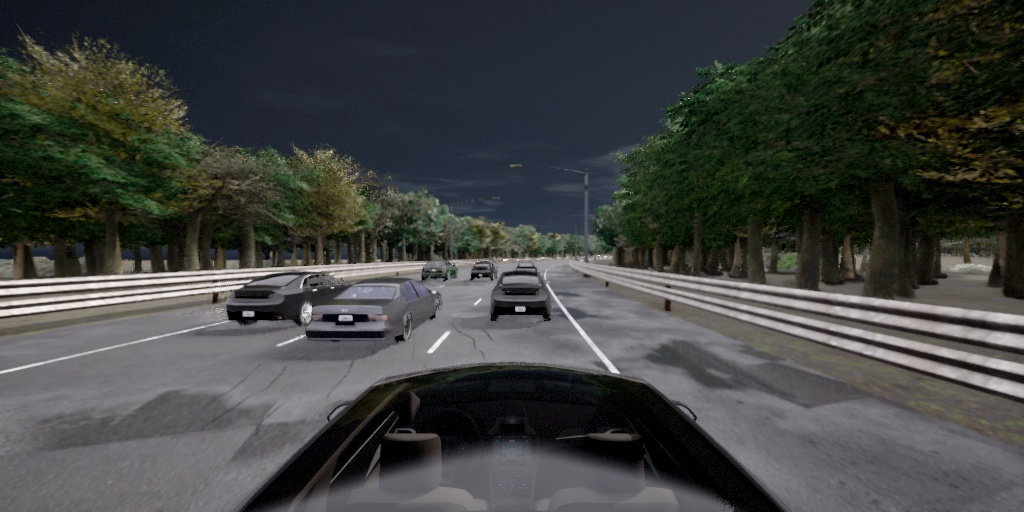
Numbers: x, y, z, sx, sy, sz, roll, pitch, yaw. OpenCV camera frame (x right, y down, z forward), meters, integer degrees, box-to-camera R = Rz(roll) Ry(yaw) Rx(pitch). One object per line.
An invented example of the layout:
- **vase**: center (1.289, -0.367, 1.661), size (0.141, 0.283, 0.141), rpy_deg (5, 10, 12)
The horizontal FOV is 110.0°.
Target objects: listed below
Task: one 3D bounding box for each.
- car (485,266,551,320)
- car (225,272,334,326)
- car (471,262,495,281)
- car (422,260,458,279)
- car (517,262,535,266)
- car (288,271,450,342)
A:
- **car**: center (0.310, 1.256, 12.549), size (1.837, 1.490, 4.892), rpy_deg (0, 0, 2)
- **car**: center (-6.723, 1.249, 11.651), size (1.837, 1.490, 4.892), rpy_deg (0, 0, 1)
- **car**: center (-2.287, 1.260, 30.405), size (1.837, 1.490, 4.892), rpy_deg (0, 0, 4)
- **car**: center (-5.852, 1.103, 29.562), size (2.097, 1.767, 4.553), rpy_deg (0, 0, 4)
- **car**: center (1.249, 1.250, 30.749), size (2.128, 1.511, 4.902), rpy_deg (0, 0, 4)
- **car**: center (-3.288, 1.295, 9.709), size (2.033, 1.411, 5.357), rpy_deg (0, 0, 1)
